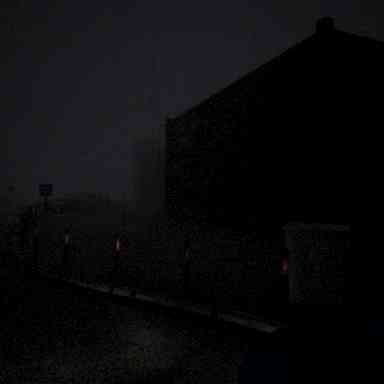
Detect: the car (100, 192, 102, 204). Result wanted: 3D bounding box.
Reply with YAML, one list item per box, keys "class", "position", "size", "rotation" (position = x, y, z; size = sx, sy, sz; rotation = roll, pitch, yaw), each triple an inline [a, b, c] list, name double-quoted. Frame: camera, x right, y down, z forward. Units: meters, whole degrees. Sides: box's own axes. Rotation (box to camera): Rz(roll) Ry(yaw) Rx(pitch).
- class: "car"
  position: [-16.383, 1.308, 50.410]
  size: [4.553, 1.767, 2.185]
  rotation: [0, 1, -14]

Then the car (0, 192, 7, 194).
- class: "car"
  position: [-41.749, 1.275, 68.740]
  size: [4.892, 1.521, 2.231]
  rotation: [0, 0, -14]

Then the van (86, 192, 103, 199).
- class: "van"
  position: [-26.564, 0.908, 90.832]
  size: [4.442, 1.987, 1.878]
  rotation: [0, 0, -14]

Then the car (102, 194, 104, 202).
- class: "car"
  position: [-17.117, 1.408, 53.220]
  size: [5.008, 1.535, 2.097]
  rotation: [0, 1, -14]

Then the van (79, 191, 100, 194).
- class: "van"
  position: [-15.217, 1.251, 45.098]
  size: [4.442, 1.987, 1.878]
  rotation: [0, 0, -14]

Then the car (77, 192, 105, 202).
- class: "car"
  position: [-21.739, 0.995, 71.986]
  size: [5.566, 2.045, 2.435]
  rotation: [0, 0, -14]

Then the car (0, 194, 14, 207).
- class: "car"
  position: [-29.408, 1.486, 50.747]
  size: [2.033, 1.411, 5.357]
  rotation: [0, 0, -14]

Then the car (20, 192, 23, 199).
- class: "car"
  position: [-45.082, 1.239, 82.115]
  size: [4.674, 1.452, 2.002]
  rotation: [0, 0, -14]

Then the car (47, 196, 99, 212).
- class: "car"
  position: [-13.123, 1.538, 37.022]
  size: [4.792, 1.488, 2.163]
  rotation: [0, 0, -14]

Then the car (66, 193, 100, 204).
- class: "car"
  position: [-14.373, 1.366, 42.311]
  size: [4.553, 1.767, 2.185]
  rotation: [0, 0, -14]

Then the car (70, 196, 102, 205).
- class: "car"
  position: [-17.745, 1.385, 55.800]
  size: [4.892, 1.521, 2.231]
  rotation: [0, 1, -14]

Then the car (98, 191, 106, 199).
- class: "car"
  position: [-19.817, 1.059, 64.002]
  size: [5.566, 2.045, 2.435]
  rotation: [0, 1, -14]

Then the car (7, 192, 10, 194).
- class: "car"
  position: [-42.415, 1.258, 71.415]
  size: [4.892, 1.521, 2.231]
  rotation: [0, 0, -14]

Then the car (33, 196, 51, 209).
- class: "car"
  position: [-19.705, 1.600, 44.556]
  size: [1.895, 1.301, 4.718]
  rotation: [0, 0, -14]

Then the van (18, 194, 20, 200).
- class: "van"
  position: [-44.335, 0.985, 79.587]
  size: [4.442, 1.987, 1.878]
  rotation: [0, 0, -14]

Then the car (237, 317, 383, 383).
- class: "car"
  position: [2.677, 1.476, 1.844]
  size: [5.008, 1.535, 1.882]
  rotation: [-1, 0, 30]

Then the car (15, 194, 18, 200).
- class: "car"
  position: [-43.747, 1.227, 76.765]
  size: [4.892, 1.521, 2.231]
  rotation: [0, 0, -14]

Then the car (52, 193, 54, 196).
- class: "car"
  position: [-23.119, 1.360, 57.875]
  size: [1.882, 1.535, 5.008]
  rotation: [0, 1, -14]

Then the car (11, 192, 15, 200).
- class: "car"
  position: [-43.081, 1.242, 74.091]
  size: [4.892, 1.521, 2.231]
  rotation: [0, 0, -14]

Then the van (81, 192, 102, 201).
- class: "van"
  position: [-22.549, 1.000, 74.650]
  size: [4.442, 1.987, 1.878]
  rotation: [0, 0, -14]

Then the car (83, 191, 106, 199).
- class: "car"
  position: [-25.809, 0.894, 88.158]
  size: [5.566, 2.045, 2.435]
  rotation: [0, 0, -14]
